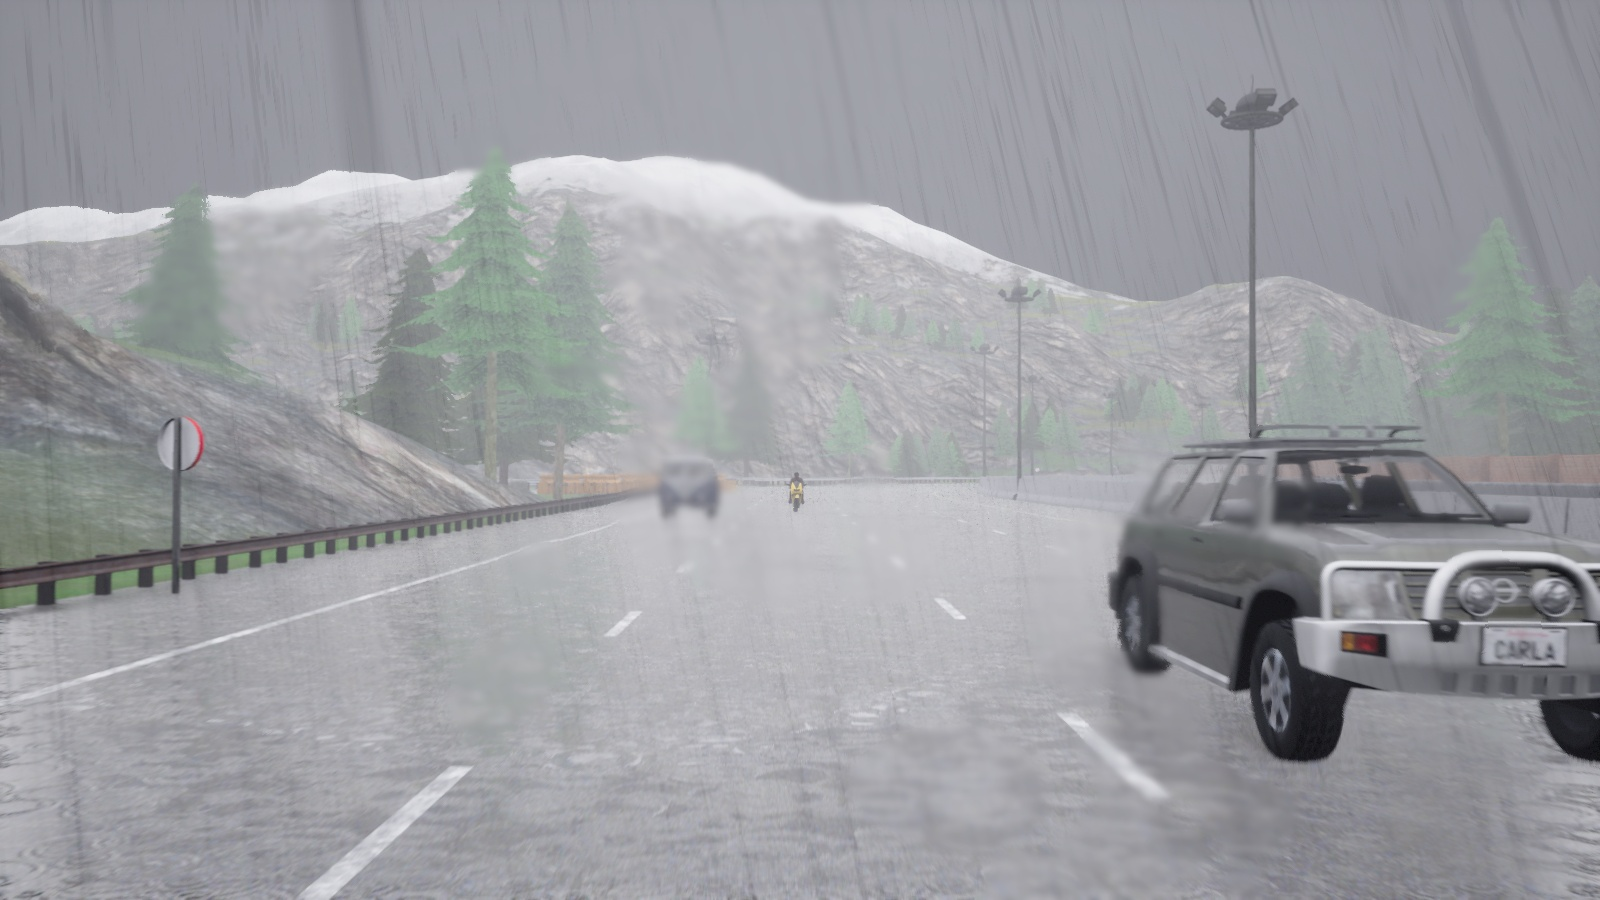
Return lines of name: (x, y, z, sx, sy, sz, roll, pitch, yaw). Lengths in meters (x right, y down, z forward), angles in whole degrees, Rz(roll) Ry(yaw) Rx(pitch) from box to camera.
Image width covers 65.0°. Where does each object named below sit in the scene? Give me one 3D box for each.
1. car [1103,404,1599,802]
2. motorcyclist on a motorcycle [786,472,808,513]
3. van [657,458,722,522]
car: (3.496, 0.754, 8.175, 1.932, 1.855, 4.605, 0, -1, 0)
motorcyclist on a motorcycle: (-0.115, 1.590, 47.354, 0.797, 1.523, 2.044, 0, -1, 0)
van: (-3.601, 1.277, 41.515, 1.775, 1.987, 4.442, 0, -1, 0)
